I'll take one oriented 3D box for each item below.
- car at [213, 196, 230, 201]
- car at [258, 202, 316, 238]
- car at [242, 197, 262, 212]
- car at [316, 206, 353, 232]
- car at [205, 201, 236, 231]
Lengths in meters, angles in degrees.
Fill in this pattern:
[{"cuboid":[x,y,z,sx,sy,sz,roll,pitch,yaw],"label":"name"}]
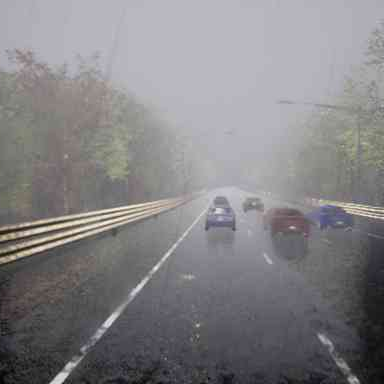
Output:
[{"cuboid":[3.768,1.284,43.090,1.837,1.490,4.892,1,1,5],"label":"car"},{"cuboid":[5.120,1.573,18.593,1.882,1.535,5.008,1,0,5],"label":"car"},{"cuboid":[6.786,1.294,37.394,2.097,1.767,4.553,1,1,5],"label":"car"},{"cuboid":[8.936,1.643,22.041,1.882,1.535,5.008,1,0,5],"label":"car"},{"cuboid":[1.802,1.551,20.952,2.033,1.411,5.357,1,0,5],"label":"car"}]
